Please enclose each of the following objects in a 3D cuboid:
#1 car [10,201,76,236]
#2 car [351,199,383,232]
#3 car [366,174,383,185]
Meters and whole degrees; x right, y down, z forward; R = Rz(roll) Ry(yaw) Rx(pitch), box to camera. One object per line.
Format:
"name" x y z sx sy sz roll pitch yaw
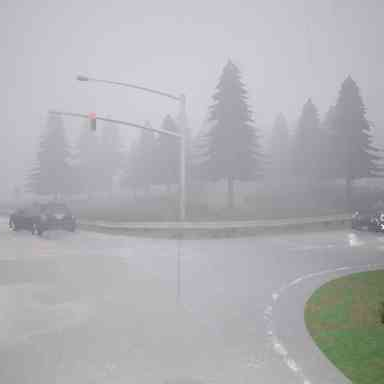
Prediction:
"car" -8.421 1.352 18.670 4.553 1.767 2.097 0 0 43
"car" 10.515 1.115 17.303 4.553 1.767 2.097 -3 1 -25
"car" 28.058 -2.127 51.174 2.150 2.045 5.566 0 5 25
